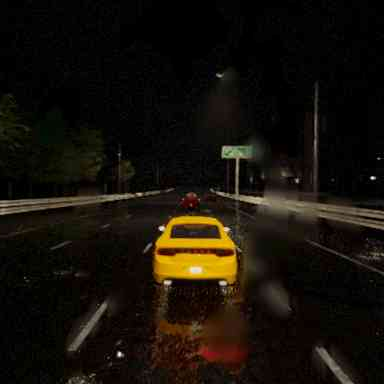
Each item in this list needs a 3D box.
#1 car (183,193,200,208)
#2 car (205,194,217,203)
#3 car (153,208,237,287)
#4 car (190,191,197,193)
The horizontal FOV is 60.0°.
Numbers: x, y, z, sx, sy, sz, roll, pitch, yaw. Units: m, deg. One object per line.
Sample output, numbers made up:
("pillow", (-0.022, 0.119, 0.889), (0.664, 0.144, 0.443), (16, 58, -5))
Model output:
("car", (-0.078, 1.252, 38.910), (1.882, 1.535, 5.008), (1, 0, 0))
("car", (3.501, 1.118, 61.620), (1.882, 1.535, 5.008), (1, 1, 0))
("car", (0.067, 1.428, 9.259), (1.882, 1.535, 5.008), (1, 0, 0))
("car", (-0.082, 1.020, 68.901), (1.882, 1.535, 5.008), (1, 0, 0))
